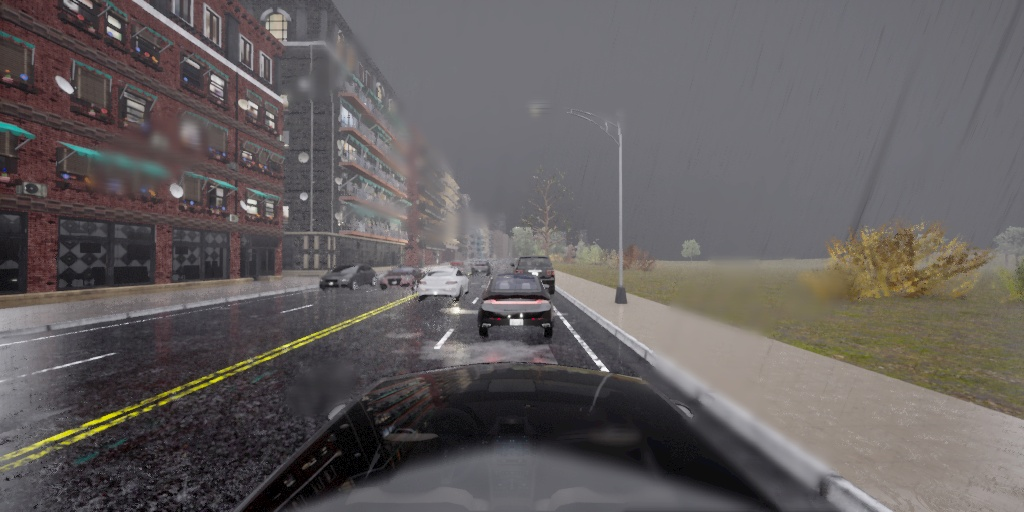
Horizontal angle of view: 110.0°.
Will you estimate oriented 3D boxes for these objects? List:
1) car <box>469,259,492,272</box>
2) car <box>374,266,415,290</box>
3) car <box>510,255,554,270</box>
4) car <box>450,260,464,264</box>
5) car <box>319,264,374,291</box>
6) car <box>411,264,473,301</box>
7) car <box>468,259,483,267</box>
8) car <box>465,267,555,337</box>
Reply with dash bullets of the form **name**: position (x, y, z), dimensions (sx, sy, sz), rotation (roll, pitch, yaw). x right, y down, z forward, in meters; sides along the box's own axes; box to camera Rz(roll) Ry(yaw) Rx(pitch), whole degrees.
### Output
- **car**: position (-3.184, 1.242, 37.933), dimensions (2.128, 1.511, 4.902), rotation (0, 0, 0)
- **car**: position (-6.619, 1.315, 22.178), dimensions (1.994, 1.385, 4.181), rotation (0, 0, 0)
- **car**: position (1.120, 0.976, 20.174), dimensions (2.150, 2.045, 5.566), rotation (0, 0, 0)
- **car**: position (-9.858, 1.348, 64.205), dimensions (1.895, 1.301, 4.718), rotation (0, 0, 0)
- **car**: position (-9.870, 1.256, 21.976), dimensions (1.837, 1.490, 4.892), rotation (0, 0, 0)
- **car**: position (-3.166, 1.277, 17.145), dimensions (1.812, 1.442, 4.674), rotation (0, 0, 0)
- **car**: position (-6.611, 1.238, 64.757), dimensions (2.128, 1.511, 4.902), rotation (0, 0, 0)
- **car**: position (0.092, 1.243, 10.303), dimensions (2.128, 1.511, 4.902), rotation (0, 0, 0)
